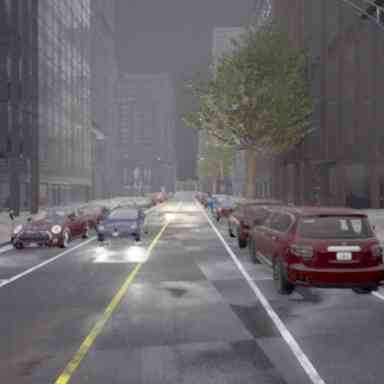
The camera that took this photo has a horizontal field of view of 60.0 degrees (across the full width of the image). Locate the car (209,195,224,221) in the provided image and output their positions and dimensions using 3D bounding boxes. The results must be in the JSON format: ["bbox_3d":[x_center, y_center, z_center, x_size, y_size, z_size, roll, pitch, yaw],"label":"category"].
[{"bbox_3d":[2.634,1.285,25.432,1.967,1.590,4.097,0,0,-1],"label":"car"}]

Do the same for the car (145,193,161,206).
[{"bbox_3d":[-6.093,1.101,47.922,2.192,1.841,5.009,0,0,-1],"label":"car"}]

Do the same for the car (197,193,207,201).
[{"bbox_3d":[2.382,1.038,53.628,2.192,1.841,5.009,0,0,-1],"label":"car"}]

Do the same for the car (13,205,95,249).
[{"bbox_3d":[-5.791,1.389,14.092,1.967,1.590,4.097,0,0,-1],"label":"car"}]

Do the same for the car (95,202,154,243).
[{"bbox_3d":[-3.141,1.451,15.951,1.812,1.442,4.674,0,0,0],"label":"car"}]

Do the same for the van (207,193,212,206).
[{"bbox_3d":[2.584,1.157,31.071,1.690,1.788,3.998,0,0,-1],"label":"van"}]

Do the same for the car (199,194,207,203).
[{"bbox_3d":[2.433,1.307,47.989,1.947,1.339,4.313,0,0,-1],"label":"car"}]

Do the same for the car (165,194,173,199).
[{"bbox_3d":[-6.492,1.222,93.031,1.947,1.339,4.313,0,0,-1],"label":"car"}]

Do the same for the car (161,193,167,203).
[{"bbox_3d":[-6.193,1.064,59.200,2.192,1.841,5.009,0,0,-1],"label":"car"}]

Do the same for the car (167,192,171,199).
[{"bbox_3d":[-6.293,1.029,70.477,2.192,1.841,5.009,0,0,-1],"label":"car"}]

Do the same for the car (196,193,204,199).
[{"bbox_3d":[2.082,1.063,87.465,1.967,1.590,4.097,0,0,-1],"label":"car"}]

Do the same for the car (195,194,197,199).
[{"bbox_3d":[2.233,1.235,70.546,1.947,1.339,4.313,0,0,-1],"label":"car"}]

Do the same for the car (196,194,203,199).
[{"bbox_3d":[2.033,1.194,93.103,1.802,1.307,4.206,0,0,-1],"label":"car"}]

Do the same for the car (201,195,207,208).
[{"bbox_3d":[2.483,1.343,42.351,1.802,1.307,4.206,0,0,-1],"label":"car"}]

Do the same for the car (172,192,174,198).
[{"bbox_3d":[-6.442,1.234,87.394,1.947,1.339,4.313,0,0,-1],"label":"car"}]

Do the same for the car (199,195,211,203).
[{"bbox_3d":[2.333,1.249,59.268,1.887,1.381,4.507,0,0,-1],"label":"car"}]

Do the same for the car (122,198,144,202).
[{"bbox_3d":[-5.940,1.442,31.009,1.802,1.307,4.206,0,0,-1],"label":"car"}]

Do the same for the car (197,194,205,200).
[{"bbox_3d":[2.133,1.219,81.825,1.802,1.307,4.206,0,0,-1],"label":"car"}]

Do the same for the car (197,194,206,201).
[{"bbox_3d":[2.181,1.177,76.356,1.752,1.417,4.829,0,0,-1],"label":"car"}]

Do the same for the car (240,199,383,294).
[{"bbox_3d":[2.783,1.250,8.514,2.192,1.841,5.009,0,0,-1],"label":"car"}]

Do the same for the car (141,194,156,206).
[{"bbox_3d":[-6.040,1.332,42.115,1.752,1.417,4.829,0,0,-1],"label":"car"}]

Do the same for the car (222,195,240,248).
[{"bbox_3d":[2.733,1.220,14.153,2.192,1.841,5.009,0,0,-1],"label":"car"}]
